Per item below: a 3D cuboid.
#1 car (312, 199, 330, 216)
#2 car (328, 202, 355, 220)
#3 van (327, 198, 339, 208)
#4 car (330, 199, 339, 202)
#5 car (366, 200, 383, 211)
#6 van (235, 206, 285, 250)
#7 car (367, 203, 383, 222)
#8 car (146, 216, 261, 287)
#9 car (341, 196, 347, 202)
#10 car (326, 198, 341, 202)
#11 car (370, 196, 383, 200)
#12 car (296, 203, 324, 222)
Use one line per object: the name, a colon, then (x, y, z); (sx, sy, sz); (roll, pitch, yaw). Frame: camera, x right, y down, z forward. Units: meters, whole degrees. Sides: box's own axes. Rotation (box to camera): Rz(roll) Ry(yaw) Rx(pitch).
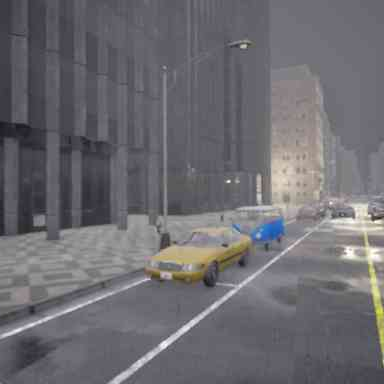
car: (13.123, 1.822, 35.308); (1.967, 1.590, 4.097); (-1, -1, 26)
car: (14.421, 1.898, 31.639); (1.994, 1.385, 4.181); (-1, -1, 27)
van: (25.696, 1.949, 60.550); (1.690, 1.788, 3.998); (-1, -1, 26)
car: (20.667, 2.085, 50.450); (1.947, 1.339, 4.313); (-1, -1, 26)
car: (21.127, 1.925, 38.232); (2.033, 1.411, 5.357); (-1, -1, 27)
van: (3.063, 1.528, 15.117); (1.690, 1.788, 3.998); (-1, -1, 26)
car: (16.573, 1.893, 28.912); (1.895, 1.301, 4.718); (-1, -1, 27)
car: (0.472, 1.655, 9.913); (1.752, 1.417, 4.829); (-1, -1, 26)
car: (37.667, 2.292, 84.577); (1.752, 1.417, 4.829); (0, -1, 26)
car: (23.181, 1.880, 55.501); (2.192, 1.841, 5.009); (-1, -1, 26)
car: (45.362, 2.003, 80.905); (2.192, 1.841, 5.009); (0, -1, 26)
car: (10.608, 1.917, 30.257); (1.802, 1.307, 4.206); (-1, -1, 26)
